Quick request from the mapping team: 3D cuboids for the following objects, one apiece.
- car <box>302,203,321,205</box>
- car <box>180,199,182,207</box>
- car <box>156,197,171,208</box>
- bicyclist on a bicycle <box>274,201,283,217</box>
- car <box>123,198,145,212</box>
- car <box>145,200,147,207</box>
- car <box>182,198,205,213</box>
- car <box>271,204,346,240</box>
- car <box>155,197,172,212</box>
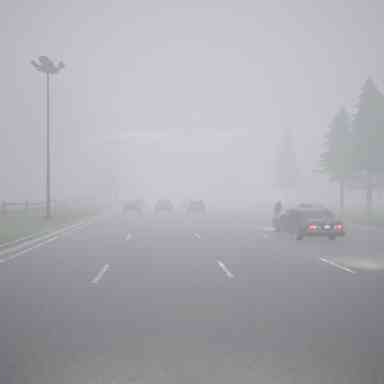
[{"bbox_3d":[8.543,1.525,24.258,1.812,1.442,4.674,0,0,-5],"label":"car"},{"bbox_3d":[-0.690,1.564,48.941,1.994,1.385,4.181,0,0,-5],"label":"car"},{"bbox_3d":[-4.127,1.491,48.092,2.128,1.511,4.902,0,0,-6],"label":"car"},{"bbox_3d":[6.222,1.453,23.952,0.582,1.620,1.656,0,-1,34],"label":"bicyclist on a bicycle"},{"bbox_3d":[-6.746,1.601,38.117,1.895,1.301,4.718,0,0,-5],"label":"car"},{"bbox_3d":[-7.636,1.526,48.035,1.812,1.442,4.674,0,0,-5],"label":"car"},{"bbox_3d":[0.338,1.490,37.480,2.128,1.511,4.902,0,0,-5],"label":"car"},{"bbox_3d":[5.663,1.547,16.894,2.033,1.411,5.357,0,0,-4],"label":"car"},{"bbox_3d":[-3.226,1.601,38.037,1.895,1.301,4.718,0,0,-5],"label":"car"}]
